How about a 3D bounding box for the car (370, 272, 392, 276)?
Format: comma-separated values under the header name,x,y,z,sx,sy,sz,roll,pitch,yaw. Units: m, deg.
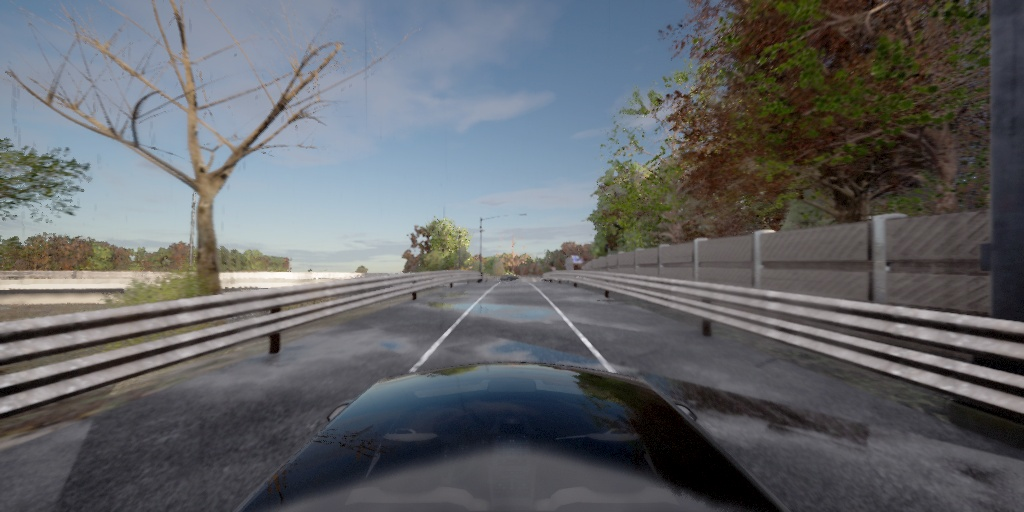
name,x,y,z,sx,sy,sz,roll,pitch,yaw
car,-19.212,3.236,55.102,5.008,1.535,1.882,3,-5,-40
